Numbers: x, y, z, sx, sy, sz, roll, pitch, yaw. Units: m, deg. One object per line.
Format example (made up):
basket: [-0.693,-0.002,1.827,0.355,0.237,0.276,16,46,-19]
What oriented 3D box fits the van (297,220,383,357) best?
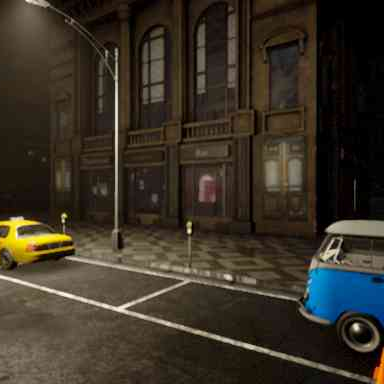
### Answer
van: [3.607,1.340,4.477,3.998,1.788,1.690,0,0,34]

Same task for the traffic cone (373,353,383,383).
traffic cone: [1.847,1.954,3.205,0.340,0.580,0.340,0,0,34]

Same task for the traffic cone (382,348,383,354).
traffic cone: [2.406,1.953,4.035,0.340,0.580,0.340,0,0,34]

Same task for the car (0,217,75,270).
car: [-5.857,1.505,10.847,4.829,1.417,1.752,0,0,34]
